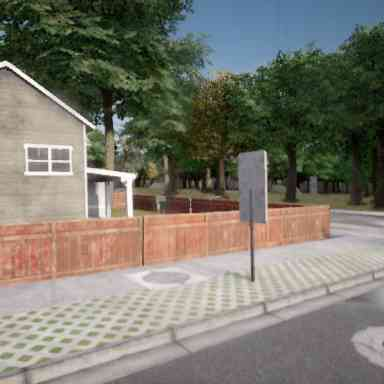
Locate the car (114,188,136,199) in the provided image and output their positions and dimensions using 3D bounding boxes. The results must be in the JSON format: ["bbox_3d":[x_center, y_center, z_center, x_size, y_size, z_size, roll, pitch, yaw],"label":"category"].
[{"bbox_3d":[-10.292,0.202,51.068,2.097,1.767,4.553,-2,3,-35],"label":"car"}]

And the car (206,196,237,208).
[{"bbox_3d":[2.467,1.107,32.839,1.895,1.301,4.718,-2,2,-35],"label":"car"}]
